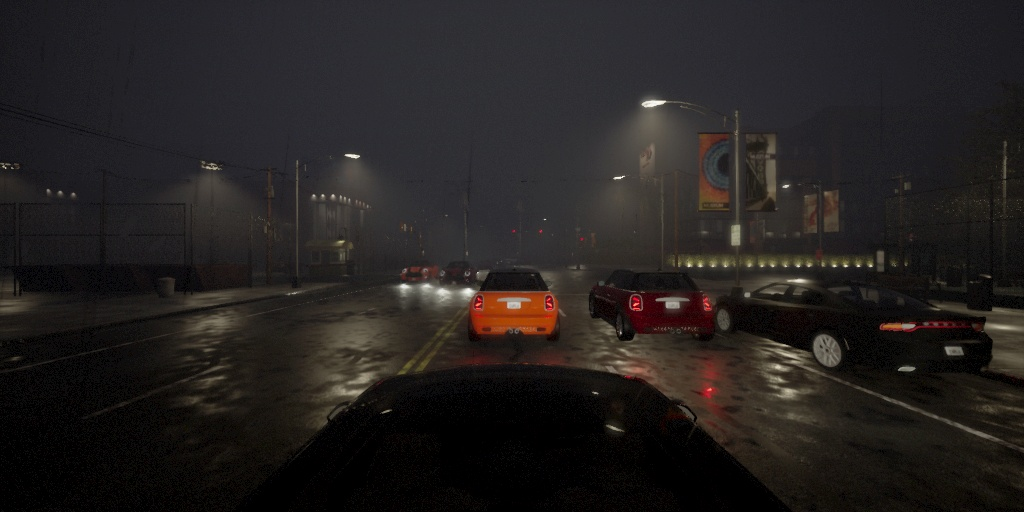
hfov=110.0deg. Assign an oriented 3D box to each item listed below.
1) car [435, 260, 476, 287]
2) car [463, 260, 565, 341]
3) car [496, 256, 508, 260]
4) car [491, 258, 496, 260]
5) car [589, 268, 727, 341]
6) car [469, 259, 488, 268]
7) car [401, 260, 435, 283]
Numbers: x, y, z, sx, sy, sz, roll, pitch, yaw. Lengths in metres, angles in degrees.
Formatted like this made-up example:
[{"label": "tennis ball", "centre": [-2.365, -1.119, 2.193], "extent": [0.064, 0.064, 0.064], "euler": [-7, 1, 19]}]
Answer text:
[{"label": "car", "centre": [-3.603, 1.102, 24.516], "extent": [2.097, 1.767, 4.553], "euler": [0, 0, 0]}, {"label": "car", "centre": [0.061, 1.102, 10.011], "extent": [2.097, 1.767, 4.553], "euler": [0, 0, 0]}, {"label": "car", "centre": [-2.668, 1.102, 59.918], "extent": [2.097, 1.767, 4.553], "euler": [0, 0, 12]}, {"label": "car", "centre": [-3.503, 1.228, 47.026], "extent": [1.882, 1.535, 5.008], "euler": [0, 0, 1]}, {"label": "car", "centre": [3.561, 1.102, 10.028], "extent": [2.097, 1.767, 4.553], "euler": [0, 0, 0]}, {"label": "car", "centre": [-5.748, 1.314, 62.294], "extent": [1.994, 1.385, 4.181], "euler": [0, 0, 15]}, {"label": "car", "centre": [-7.101, 1.102, 28.175], "extent": [2.097, 1.767, 4.553], "euler": [0, 0, 0]}]
